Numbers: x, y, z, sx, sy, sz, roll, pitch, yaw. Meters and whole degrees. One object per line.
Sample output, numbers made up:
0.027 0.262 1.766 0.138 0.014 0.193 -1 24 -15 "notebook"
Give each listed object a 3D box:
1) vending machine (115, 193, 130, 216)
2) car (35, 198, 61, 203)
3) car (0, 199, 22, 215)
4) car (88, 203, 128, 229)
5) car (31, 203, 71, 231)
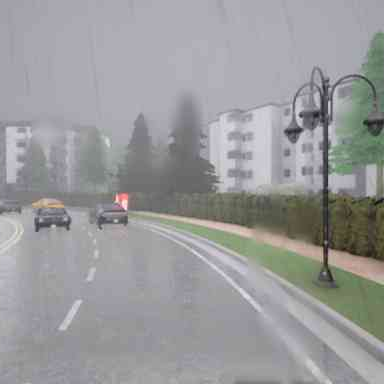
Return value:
-6.464 1.151 30.914 1.100 2.100 0.880 0 0 -36 "vending machine"
-15.085 1.429 34.671 1.882 1.535 5.008 0 0 -45 "car"
-18.754 1.444 33.312 4.902 1.511 2.128 0 0 43 "car"
-5.557 1.461 21.728 2.128 1.511 4.902 0 0 -26 "car"
-8.657 1.572 20.338 1.895 1.301 4.718 0 0 -27 "car"
